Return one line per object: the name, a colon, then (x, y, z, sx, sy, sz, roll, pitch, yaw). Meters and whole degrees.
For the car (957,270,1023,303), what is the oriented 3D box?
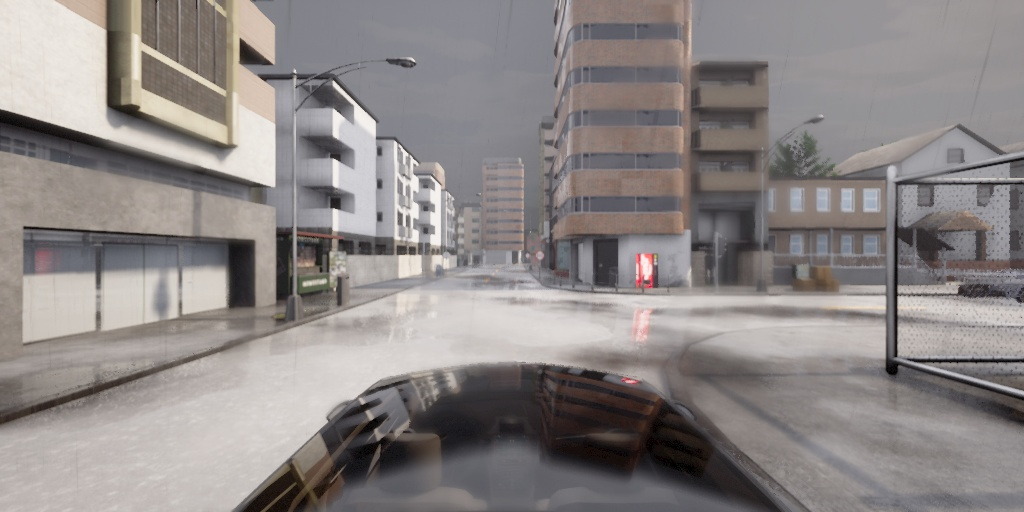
car: (22.648, 1.301, 15.845, 4.181, 1.385, 1.994, 0, 0, 0)
